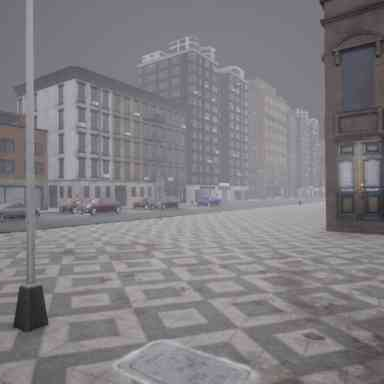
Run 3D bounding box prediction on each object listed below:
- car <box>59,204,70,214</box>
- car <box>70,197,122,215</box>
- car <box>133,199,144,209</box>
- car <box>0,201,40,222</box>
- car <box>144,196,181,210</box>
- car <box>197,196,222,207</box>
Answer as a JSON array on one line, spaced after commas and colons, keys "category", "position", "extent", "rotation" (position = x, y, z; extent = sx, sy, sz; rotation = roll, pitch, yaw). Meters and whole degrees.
[{"category": "car", "position": [-11.666, 1.471, 35.521], "extent": [1.882, 1.535, 5.008], "rotation": [-1, 0, 35]}, {"category": "car", "position": [-9.287, 1.320, 33.263], "extent": [2.097, 1.767, 4.553], "rotation": [-1, 0, 35]}, {"category": "car", "position": [-5.605, 1.449, 44.039], "extent": [1.882, 1.535, 5.008], "rotation": [-1, 0, 36]}, {"category": "car", "position": [-14.279, 1.549, 26.233], "extent": [1.994, 1.385, 4.181], "rotation": [-1, 0, 35]}, {"category": "car", "position": [-3.369, 1.298, 41.579], "extent": [2.097, 1.767, 4.553], "rotation": [-1, 0, 35]}, {"category": "car", "position": [2.637, 1.402, 49.963], "extent": [1.882, 1.535, 5.008], "rotation": [-1, 0, 36]}]
